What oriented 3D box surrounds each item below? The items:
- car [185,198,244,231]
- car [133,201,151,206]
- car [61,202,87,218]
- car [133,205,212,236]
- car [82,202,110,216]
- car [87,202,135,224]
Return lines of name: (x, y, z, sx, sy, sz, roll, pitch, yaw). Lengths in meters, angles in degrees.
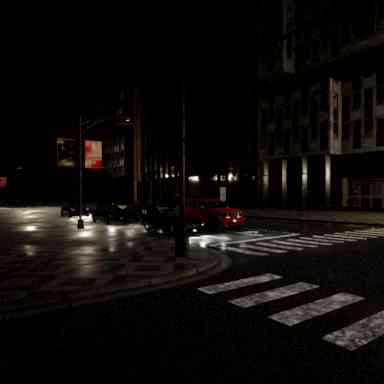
car: (1.088, 1.455, 22.838, 2.150, 2.045, 5.566, 0, -1, -34)
car: (-4.571, 1.716, 30.700, 2.097, 1.767, 4.553, 0, -1, -36)
car: (-13.003, 1.866, 36.898, 2.097, 1.767, 4.553, 0, -1, -36)
car: (-1.396, 1.793, 20.680, 2.033, 1.411, 5.357, 0, -1, -36)
car: (-11.848, 2.058, 40.873, 1.812, 1.442, 4.674, 0, 0, -35)
car: (-7.089, 1.854, 28.629, 1.882, 1.535, 5.008, 0, -1, -36)
